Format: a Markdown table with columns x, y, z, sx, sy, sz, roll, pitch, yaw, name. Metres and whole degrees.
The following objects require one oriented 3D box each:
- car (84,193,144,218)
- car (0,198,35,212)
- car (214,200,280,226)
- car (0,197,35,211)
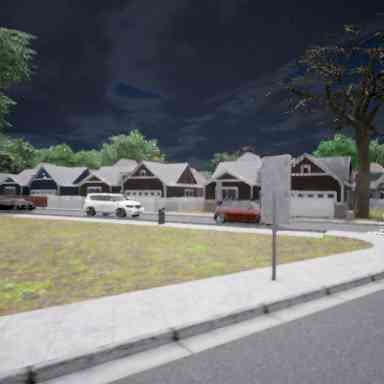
| x | y | z | sx | sy | sz | roll | pitch | yaw | name |
| --- | --- | --- | --- | --- | --- | --- | --- | --- | --- |
| -6.786 | 1.159 | 28.631 | 5.566 | 2.045 | 2.150 | 1 | 0 | 28 | car |
| -18.753 | 1.454 | 34.950 | 4.718 | 1.301 | 1.895 | 0 | 0 | 28 | car |
| 3.837 | 1.367 | 22.658 | 4.553 | 1.767 | 2.097 | 0 | 0 | 30 | car |
| -21.284 | 1.398 | 39.501 | 5.357 | 1.411 | 2.033 | 0 | 0 | 28 | car |
